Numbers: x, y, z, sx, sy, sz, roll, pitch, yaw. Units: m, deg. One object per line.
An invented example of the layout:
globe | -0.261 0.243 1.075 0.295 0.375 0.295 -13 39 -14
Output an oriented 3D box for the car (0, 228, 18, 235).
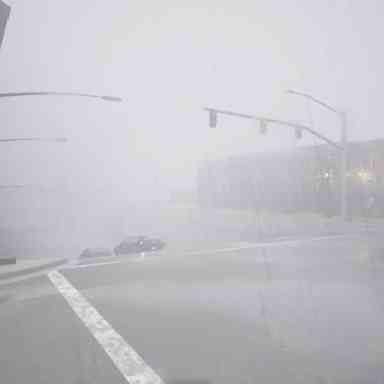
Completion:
car | -43.848 9.301 78.707 4.536 1.218 1.853 0 0 11

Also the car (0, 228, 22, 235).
car | -43.797 9.459 78.697 4.974 1.542 2.038 0 0 11

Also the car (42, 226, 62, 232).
car | -35.818 9.460 84.735 4.974 1.542 2.038 0 0 -4

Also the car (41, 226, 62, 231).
car | -35.869 9.303 84.732 4.536 1.218 1.853 0 0 -4

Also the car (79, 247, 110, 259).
car | -8.896 5.779 30.407 1.882 1.535 5.008 0 -13 -33

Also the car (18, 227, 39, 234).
car | -39.900 9.302 81.233 1.853 1.218 4.536 0 0 21

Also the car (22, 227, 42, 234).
car | -39.918 9.459 81.184 2.038 1.542 4.974 0 0 21

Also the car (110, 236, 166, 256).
car | -3.553 3.614 22.116 1.895 1.301 4.718 -1 -12 -33
